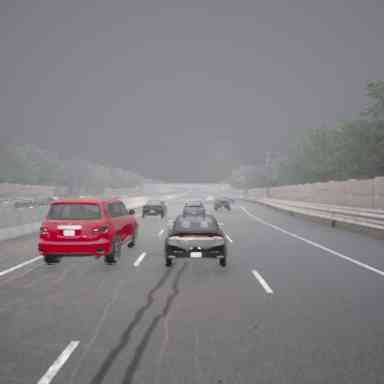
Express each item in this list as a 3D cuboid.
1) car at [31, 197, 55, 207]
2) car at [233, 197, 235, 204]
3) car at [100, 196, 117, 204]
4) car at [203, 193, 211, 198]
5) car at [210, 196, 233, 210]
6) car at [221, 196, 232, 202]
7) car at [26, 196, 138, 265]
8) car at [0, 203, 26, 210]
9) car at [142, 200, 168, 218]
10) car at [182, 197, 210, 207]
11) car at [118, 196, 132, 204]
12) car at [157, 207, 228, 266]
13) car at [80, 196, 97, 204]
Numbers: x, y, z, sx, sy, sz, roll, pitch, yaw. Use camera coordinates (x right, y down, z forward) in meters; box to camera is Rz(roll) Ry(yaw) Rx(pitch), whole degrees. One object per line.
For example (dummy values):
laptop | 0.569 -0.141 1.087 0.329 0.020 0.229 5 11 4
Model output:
car | -23.579 1.499 52.831 1.837 1.490 4.892 0 0 -2
car | 7.282 1.541 63.863 1.812 1.442 4.674 0 0 3
car | -17.016 1.528 68.173 2.128 1.511 4.902 0 0 1
car | 4.067 1.559 73.709 1.812 1.442 4.674 0 0 1
car | 3.684 1.467 41.762 1.837 1.490 4.892 0 0 1
car | 7.563 1.524 73.437 1.895 1.301 4.718 0 0 1
car | -3.382 1.218 11.870 2.150 2.045 5.566 0 0 0
car | -14.026 1.539 25.624 2.033 1.411 5.357 0 0 0
car | -3.299 1.470 30.211 1.882 1.535 5.008 0 0 0
car | 0.191 1.485 28.670 2.128 1.511 4.902 0 0 0
car | -13.529 1.529 67.298 1.812 1.442 4.674 0 0 1
car | 0.118 1.488 11.456 2.128 1.511 4.902 0 0 0
car | -20.544 1.563 66.168 1.994 1.385 4.181 0 0 1
